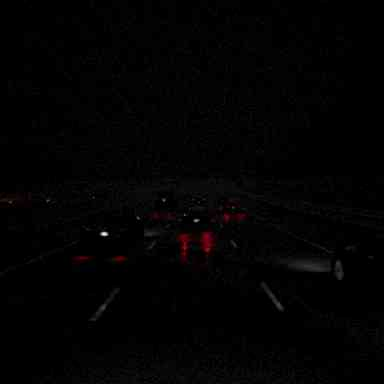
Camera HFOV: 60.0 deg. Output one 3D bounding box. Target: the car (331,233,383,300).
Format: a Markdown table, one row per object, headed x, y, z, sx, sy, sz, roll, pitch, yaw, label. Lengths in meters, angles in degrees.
| x | y | z | sx | sy | sz | roll | pitch | yaw | label |
| --- | --- | --- | --- | --- | --- | --- | --- | --- | --- |
| 4.556 | 1.564 | 6.830 | 1.837 | 1.490 | 4.892 | 0 | 0 | 0 | car |

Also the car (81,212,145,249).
| x | y | z | sx | sy | sz | roll | pitch | yaw | label |
| --- | --- | --- | --- | --- | --- | --- | --- | --- | --- |
| -3.314 | 1.561 | 14.655 | 1.994 | 1.385 | 4.181 | 0 | 0 | 1 | car |

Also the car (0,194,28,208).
| x | y | z | sx | sy | sz | roll | pitch | yaw | label |
| --- | --- | --- | --- | --- | --- | --- | --- | --- | --- |
| -20.458 | 1.007 | 38.675 | 1.882 | 1.535 | 5.008 | 0 | 1 | 2 | car |

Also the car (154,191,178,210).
| x | y | z | sx | sy | sz | roll | pitch | yaw | label |
| --- | --- | --- | --- | --- | --- | --- | --- | --- | --- |
| -2.830 | 0.882 | 37.101 | 2.150 | 2.045 | 5.566 | 0 | 1 | 2 | car |

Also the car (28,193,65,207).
| x | y | z | sx | sy | sz | roll | pitch | yaw | label |
| --- | --- | --- | --- | --- | --- | --- | --- | --- | --- |
| -16.925 | 0.885 | 39.520 | 2.097 | 1.767 | 4.553 | 0 | 1 | 2 | car |

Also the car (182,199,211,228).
| x | y | z | sx | sy | sz | roll | pitch | yaw | label |
| --- | --- | --- | --- | --- | --- | --- | --- | --- | --- |
| 0.296 | 1.476 | 21.928 | 1.812 | 1.442 | 4.674 | 0 | 1 | 1 | car |

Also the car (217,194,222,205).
| x | y | z | sx | sy | sz | roll | pitch | yaw | label |
| --- | --- | --- | --- | --- | --- | --- | --- | --- | --- |
| 4.371 | 1.032 | 46.209 | 1.837 | 1.490 | 4.892 | 0 | 1 | 3 | car |

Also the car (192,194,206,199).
| x | y | z | sx | sy | sz | roll | pitch | yaw | label |
| --- | --- | --- | --- | --- | --- | --- | --- | --- | --- |
| 0.947 | 1.058 | 44.857 | 1.812 | 1.442 | 4.674 | 0 | 1 | 2 | car |

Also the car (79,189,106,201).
| x | y | z | sx | sy | sz | roll | pitch | yaw | label |
| --- | --- | --- | --- | --- | --- | --- | --- | --- | --- |
| -13.229 | 0.677 | 44.708 | 2.150 | 2.045 | 5.566 | 0 | 1 | 3 | car |

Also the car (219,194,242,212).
| x | y | z | sx | sy | sz | roll | pitch | yaw | label |
| --- | --- | --- | --- | --- | --- | --- | --- | --- | --- |
| 4.076 | 1.278 | 34.468 | 1.812 | 1.442 | 4.674 | 0 | 1 | 2 | car |
